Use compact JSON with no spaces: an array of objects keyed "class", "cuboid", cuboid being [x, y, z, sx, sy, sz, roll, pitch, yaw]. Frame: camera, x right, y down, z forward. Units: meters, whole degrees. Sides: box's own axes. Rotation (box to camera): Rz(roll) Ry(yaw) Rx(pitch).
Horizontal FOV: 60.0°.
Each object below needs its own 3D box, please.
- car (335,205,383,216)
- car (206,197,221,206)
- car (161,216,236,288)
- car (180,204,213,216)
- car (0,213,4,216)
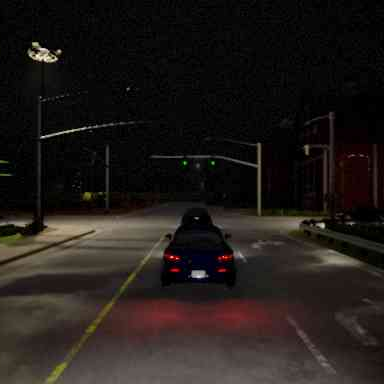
[{"class":"car","cuboid":[15.327,1.959,30.321,4.674,1.442,1.812,0,-1,1]},{"class":"car","cuboid":[4.923,2.103,76.640,1.905,1.878,3.866,-7,2,-42]},{"class":"car","cuboid":[0.175,1.646,9.539,1.812,1.442,4.674,0,-1,1]},{"class":"car","cuboid":[0.288,1.774,21.273,1.837,1.490,4.892,0,-1,1]},{"class":"car","cuboid":[-18.574,1.880,27.595,5.357,1.411,2.033,0,-1,2]}]
